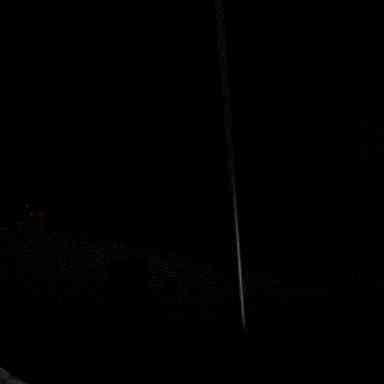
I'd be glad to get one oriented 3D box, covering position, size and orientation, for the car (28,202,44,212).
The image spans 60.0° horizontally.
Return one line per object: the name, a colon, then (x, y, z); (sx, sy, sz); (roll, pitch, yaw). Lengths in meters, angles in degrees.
car: (-22.855, 2.160, 48.790); (2.128, 1.511, 4.902); (-3, -1, -22)
